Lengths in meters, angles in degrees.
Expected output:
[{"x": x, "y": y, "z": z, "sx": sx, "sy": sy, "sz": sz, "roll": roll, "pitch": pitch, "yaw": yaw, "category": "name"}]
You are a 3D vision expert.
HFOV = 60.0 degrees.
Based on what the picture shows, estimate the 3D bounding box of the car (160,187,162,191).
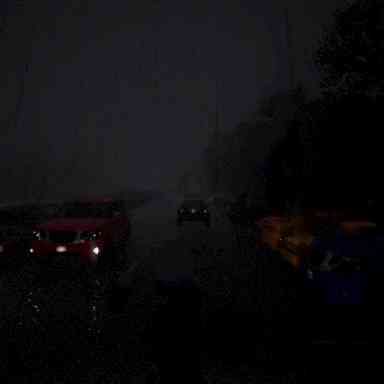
[{"x": -8.038, "y": 0.344, "z": 56.438, "sx": 4.792, "sy": 1.488, "sz": 2.163, "roll": 0, "pitch": 3, "yaw": 0, "category": "car"}]

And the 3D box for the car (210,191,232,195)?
[{"x": 5.016, "y": 1.017, "z": 39.920, "sx": 5.008, "sy": 1.535, "sz": 2.097, "roll": 0, "pitch": 2, "yaw": 0, "category": "car"}]

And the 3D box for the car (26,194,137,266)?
[{"x": -3.607, "y": 1.209, "z": 11.913, "sx": 2.150, "sy": 2.045, "sz": 5.566, "roll": 0, "pitch": 0, "yaw": 0, "category": "car"}]

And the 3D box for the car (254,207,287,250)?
[{"x": 5.029, "y": 1.468, "z": 12.036, "sx": 5.008, "sy": 1.535, "sz": 2.097, "roll": 0, "pitch": 0, "yaw": 0, "category": "car"}]

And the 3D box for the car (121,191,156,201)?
[{"x": -8.070, "y": 0.588, "z": 50.878, "sx": 5.008, "sy": 1.535, "sz": 2.097, "roll": 0, "pitch": 2, "yaw": 0, "category": "car"}]

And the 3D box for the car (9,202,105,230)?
[{"x": -8.055, "y": 1.423, "z": 20.226, "sx": 5.008, "sy": 1.535, "sz": 2.097, "roll": 0, "pitch": 1, "yaw": 0, "category": "car"}]

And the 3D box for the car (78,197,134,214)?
[{"x": -8.026, "y": 1.276, "z": 31.370, "sx": 4.792, "sy": 1.488, "sz": 2.163, "roll": 0, "pitch": 1, "yaw": 0, "category": "car"}]

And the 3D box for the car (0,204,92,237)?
[{"x": -8.053, "y": 1.446, "z": 17.437, "sx": 5.008, "sy": 1.535, "sz": 2.097, "roll": 0, "pitch": 0, "yaw": 0, "category": "car"}]

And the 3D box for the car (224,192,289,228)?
[{"x": 5.059, "y": 1.170, "z": 20.400, "sx": 5.566, "sy": 2.045, "sz": 2.435, "roll": 0, "pitch": 1, "yaw": 0, "category": "car"}]

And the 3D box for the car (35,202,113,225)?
[{"x": -8.048, "y": 1.431, "z": 23.016, "sx": 4.674, "sy": 1.452, "sz": 2.002, "roll": 0, "pitch": 1, "yaw": 0, "category": "car"}]

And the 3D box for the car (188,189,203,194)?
[{"x": 0.078, "y": 0.860, "z": 40.863, "sx": 2.097, "sy": 1.767, "sz": 4.553, "roll": 0, "pitch": 2, "yaw": 0, "category": "car"}]

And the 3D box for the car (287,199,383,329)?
[{"x": 5.009, "y": 1.222, "z": 6.342, "sx": 5.566, "sy": 2.045, "sz": 2.435, "roll": 0, "pitch": 0, "yaw": 0, "category": "car"}]

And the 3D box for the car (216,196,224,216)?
[{"x": 4.842, "y": 1.345, "z": 25.981, "sx": 5.366, "sy": 1.575, "sz": 1.946, "roll": 0, "pitch": 1, "yaw": 0, "category": "car"}]

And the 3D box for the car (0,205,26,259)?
[{"x": -8.015, "y": 1.220, "z": 9.081, "sx": 5.566, "sy": 2.045, "sz": 2.435, "roll": 0, "pitch": 0, "yaw": 0, "category": "car"}]

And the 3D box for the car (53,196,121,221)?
[{"x": -8.021, "y": 1.226, "z": 25.800, "sx": 4.553, "sy": 1.767, "sz": 2.185, "roll": 0, "pitch": 1, "yaw": 0, "category": "car"}]

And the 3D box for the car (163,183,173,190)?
[{"x": -8.371, "y": -0.935, "z": 91.792, "sx": 5.008, "sy": 1.535, "sz": 2.097, "roll": 0, "pitch": 3, "yaw": 0, "category": "car"}]

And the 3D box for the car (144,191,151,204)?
[{"x": -8.090, "y": 0.961, "z": 42.523, "sx": 4.792, "sy": 1.488, "sz": 2.163, "roll": 0, "pitch": 2, "yaw": 0, "category": "car"}]

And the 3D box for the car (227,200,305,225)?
[{"x": 5.035, "y": 1.389, "z": 23.192, "sx": 5.008, "sy": 1.535, "sz": 2.097, "roll": 0, "pitch": 1, "yaw": 0, "category": "car"}]

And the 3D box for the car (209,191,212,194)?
[{"x": 4.990, "y": 0.954, "z": 42.710, "sx": 4.792, "sy": 1.488, "sz": 2.163, "roll": 0, "pitch": 2, "yaw": 0, "category": "car"}]

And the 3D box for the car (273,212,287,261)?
[{"x": 5.222, "y": 1.468, "z": 9.128, "sx": 5.366, "sy": 1.575, "sz": 1.946, "roll": 0, "pitch": 0, "yaw": 0, "category": "car"}]

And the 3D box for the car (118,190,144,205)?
[{"x": -8.089, "y": 0.981, "z": 36.939, "sx": 4.553, "sy": 1.767, "sz": 2.185, "roll": 0, "pitch": 2, "yaw": 0, "category": "car"}]

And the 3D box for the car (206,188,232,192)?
[{"x": 5.044, "y": 0.615, "z": 50.947, "sx": 4.792, "sy": 1.488, "sz": 2.163, "roll": 0, "pitch": 3, "yaw": 0, "category": "car"}]

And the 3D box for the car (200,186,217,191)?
[{"x": 4.697, "y": -1.055, "z": 94.571, "sx": 4.674, "sy": 1.452, "sz": 2.002, "roll": 0, "pitch": 3, "yaw": 0, "category": "car"}]

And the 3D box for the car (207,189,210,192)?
[{"x": 5.202, "y": 0.707, "z": 48.156, "sx": 5.366, "sy": 1.575, "sz": 1.946, "roll": 0, "pitch": 2, "yaw": 0, "category": "car"}]

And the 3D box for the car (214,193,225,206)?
[{"x": 5.017, "y": 1.180, "z": 34.214, "sx": 4.892, "sy": 1.521, "sz": 2.231, "roll": 0, "pitch": 2, "yaw": 0, "category": "car"}]

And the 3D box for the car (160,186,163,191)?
[{"x": -8.098, "y": 0.203, "z": 59.218, "sx": 4.792, "sy": 1.488, "sz": 2.163, "roll": 0, "pitch": 3, "yaw": 0, "category": "car"}]

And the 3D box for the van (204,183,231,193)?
[{"x": 4.884, "y": -0.055, "z": 59.295, "sx": 4.442, "sy": 1.987, "sz": 1.878, "roll": -1, "pitch": 3, "yaw": 0, "category": "van"}]

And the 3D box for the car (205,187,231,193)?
[{"x": 5.015, "y": 0.344, "z": 56.638, "sx": 4.674, "sy": 1.452, "sz": 2.002, "roll": 0, "pitch": 3, "yaw": 0, "category": "car"}]

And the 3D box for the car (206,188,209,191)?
[{"x": 5.016, "y": 0.485, "z": 53.857, "sx": 4.674, "sy": 1.452, "sz": 2.002, "roll": 0, "pitch": 3, "yaw": 0, "category": "car"}]

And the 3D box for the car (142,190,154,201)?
[{"x": -8.068, "y": 0.828, "z": 45.299, "sx": 4.892, "sy": 1.521, "sz": 2.231, "roll": 0, "pitch": 2, "yaw": 0, "category": "car"}]

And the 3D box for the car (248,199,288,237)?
[{"x": 5.065, "y": 1.335, "z": 14.821, "sx": 4.553, "sy": 1.767, "sz": 2.185, "roll": 0, "pitch": 0, "yaw": 0, "category": "car"}]

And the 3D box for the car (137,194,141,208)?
[{"x": -8.086, "y": 1.210, "z": 34.157, "sx": 4.792, "sy": 1.488, "sz": 2.163, "roll": 0, "pitch": 1, "yaw": 0, "category": "car"}]

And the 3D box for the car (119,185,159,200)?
[{"x": -8.035, "y": 0.462, "z": 48.076, "sx": 5.566, "sy": 2.045, "sz": 2.435, "roll": 0, "pitch": 2, "yaw": 0, "category": "car"}]

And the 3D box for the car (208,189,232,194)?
[{"x": 5.203, "y": 0.822, "z": 45.363, "sx": 5.366, "sy": 1.575, "sz": 1.946, "roll": 0, "pitch": 2, "yaw": 0, "category": "car"}]

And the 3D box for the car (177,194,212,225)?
[{"x": 0.088, "y": 1.255, "z": 23.640, "sx": 2.097, "sy": 1.767, "sz": 4.553, "roll": 0, "pitch": 1, "yaw": 0, "category": "car"}]

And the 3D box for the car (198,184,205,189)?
[{"x": 4.706, "y": -0.620, "z": 86.395, "sx": 5.008, "sy": 1.535, "sz": 2.097, "roll": 0, "pitch": 3, "yaw": 0, "category": "car"}]

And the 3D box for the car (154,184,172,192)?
[{"x": -8.402, "y": -0.744, "z": 89.022, "sx": 4.792, "sy": 1.488, "sz": 2.163, "roll": 0, "pitch": 3, "yaw": 0, "category": "car"}]

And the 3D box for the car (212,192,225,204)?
[{"x": 5.017, "y": 1.101, "z": 37.131, "sx": 5.008, "sy": 1.535, "sz": 2.097, "roll": 0, "pitch": 2, "yaw": 0, "category": "car"}]

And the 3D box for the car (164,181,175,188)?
[{"x": -8.351, "y": -1.347, "z": 94.549, "sx": 5.566, "sy": 2.045, "sz": 2.435, "roll": 0, "pitch": 3, "yaw": 0, "category": "car"}]
